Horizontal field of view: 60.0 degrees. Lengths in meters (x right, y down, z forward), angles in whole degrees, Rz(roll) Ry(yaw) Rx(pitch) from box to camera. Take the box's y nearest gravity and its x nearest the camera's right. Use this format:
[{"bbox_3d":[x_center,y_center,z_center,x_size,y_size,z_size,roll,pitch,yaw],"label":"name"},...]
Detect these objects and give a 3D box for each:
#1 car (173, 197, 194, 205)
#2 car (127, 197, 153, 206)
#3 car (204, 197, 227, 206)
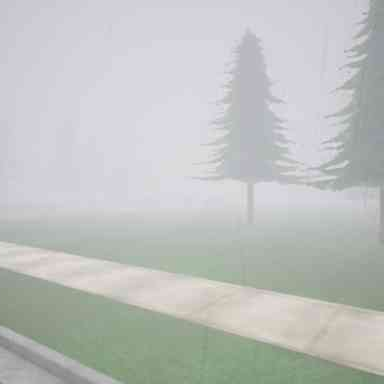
[{"bbox_3d":[-1.418,1.586,60.308,1.812,1.442,4.674,0,0,37],"label":"car"},{"bbox_3d":[-8.726,1.561,56.304,2.128,1.511,4.902,0,0,37],"label":"car"},{"bbox_3d":[3.927,1.525,55.774,1.882,1.535,5.008,0,0,37],"label":"car"}]
